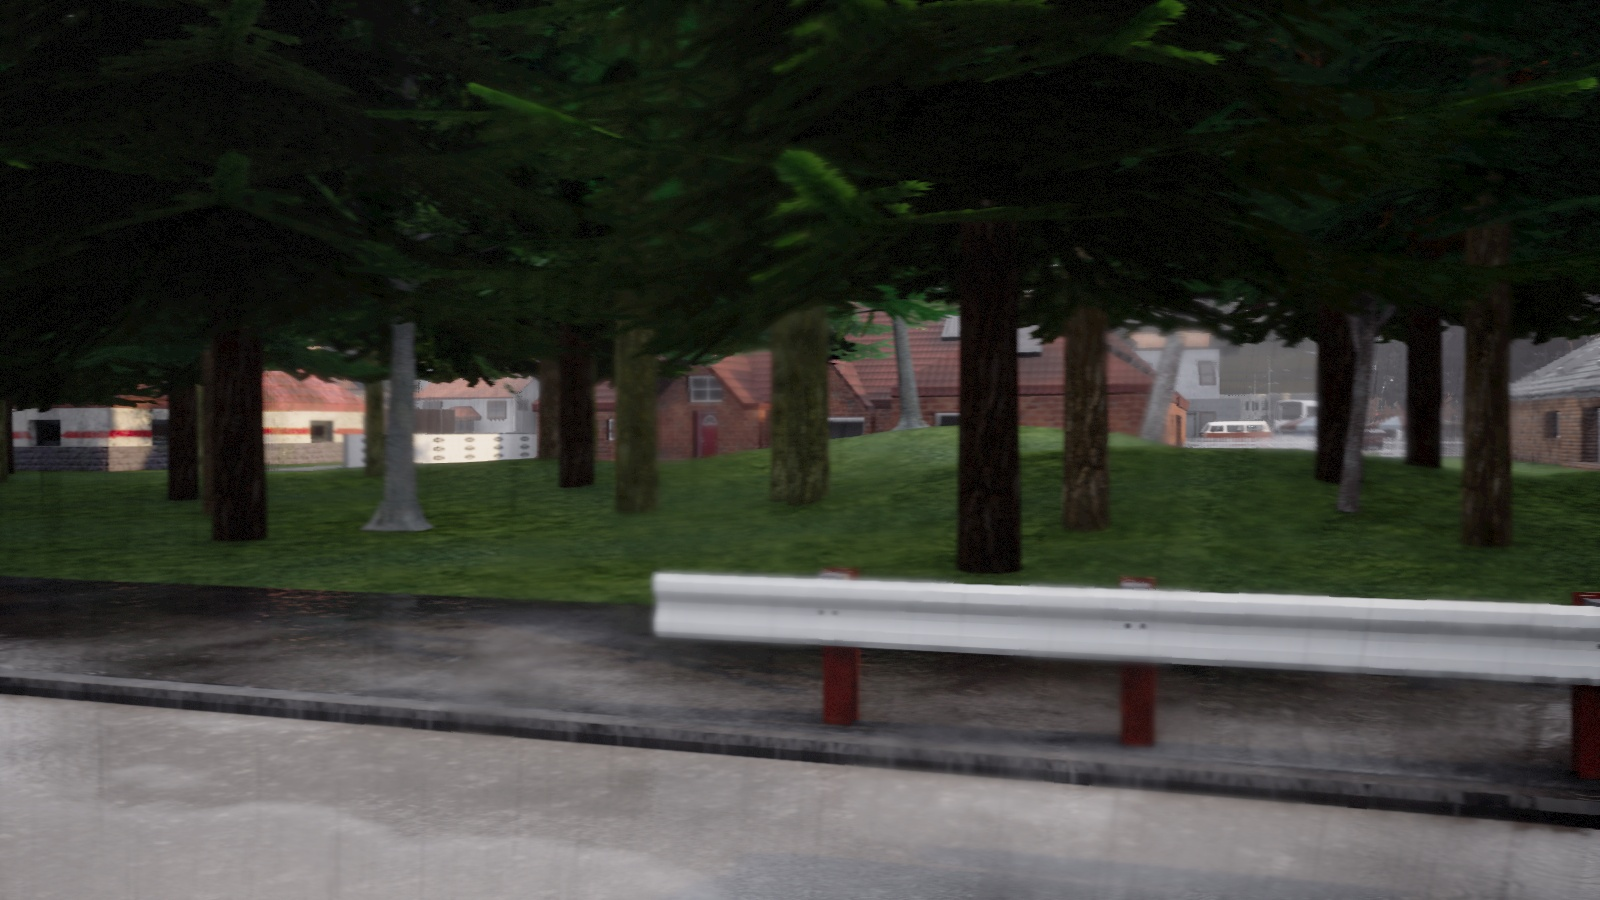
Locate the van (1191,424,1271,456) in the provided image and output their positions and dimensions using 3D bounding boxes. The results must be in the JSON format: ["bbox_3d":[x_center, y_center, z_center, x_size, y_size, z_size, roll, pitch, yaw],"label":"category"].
[{"bbox_3d":[27.835,-0.640,81.213,4.480,2.038,2.069,0,1,6],"label":"van"}]
